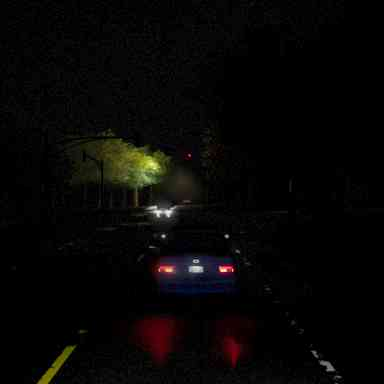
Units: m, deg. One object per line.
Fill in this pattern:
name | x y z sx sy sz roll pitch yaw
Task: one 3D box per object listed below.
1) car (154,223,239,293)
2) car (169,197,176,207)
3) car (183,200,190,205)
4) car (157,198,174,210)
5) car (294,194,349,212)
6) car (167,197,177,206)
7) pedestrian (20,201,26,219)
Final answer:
car | 0.087 1.550 8.974 2.033 1.411 5.357 0 0 0
car | -4.370 1.910 58.908 2.097 1.767 4.553 0 -1 -1
car | -1.526 2.963 90.978 1.895 1.301 4.718 0 -2 -1
car | -4.182 2.000 49.804 1.895 1.301 4.718 0 -1 -1
car | 11.896 0.990 30.988 4.892 1.490 1.837 -2 0 7
car | -4.761 2.226 79.318 2.150 2.045 5.566 0 -1 -1
pedestrian | -18.100 1.917 35.640 0.375 1.860 0.375 0 1 2
